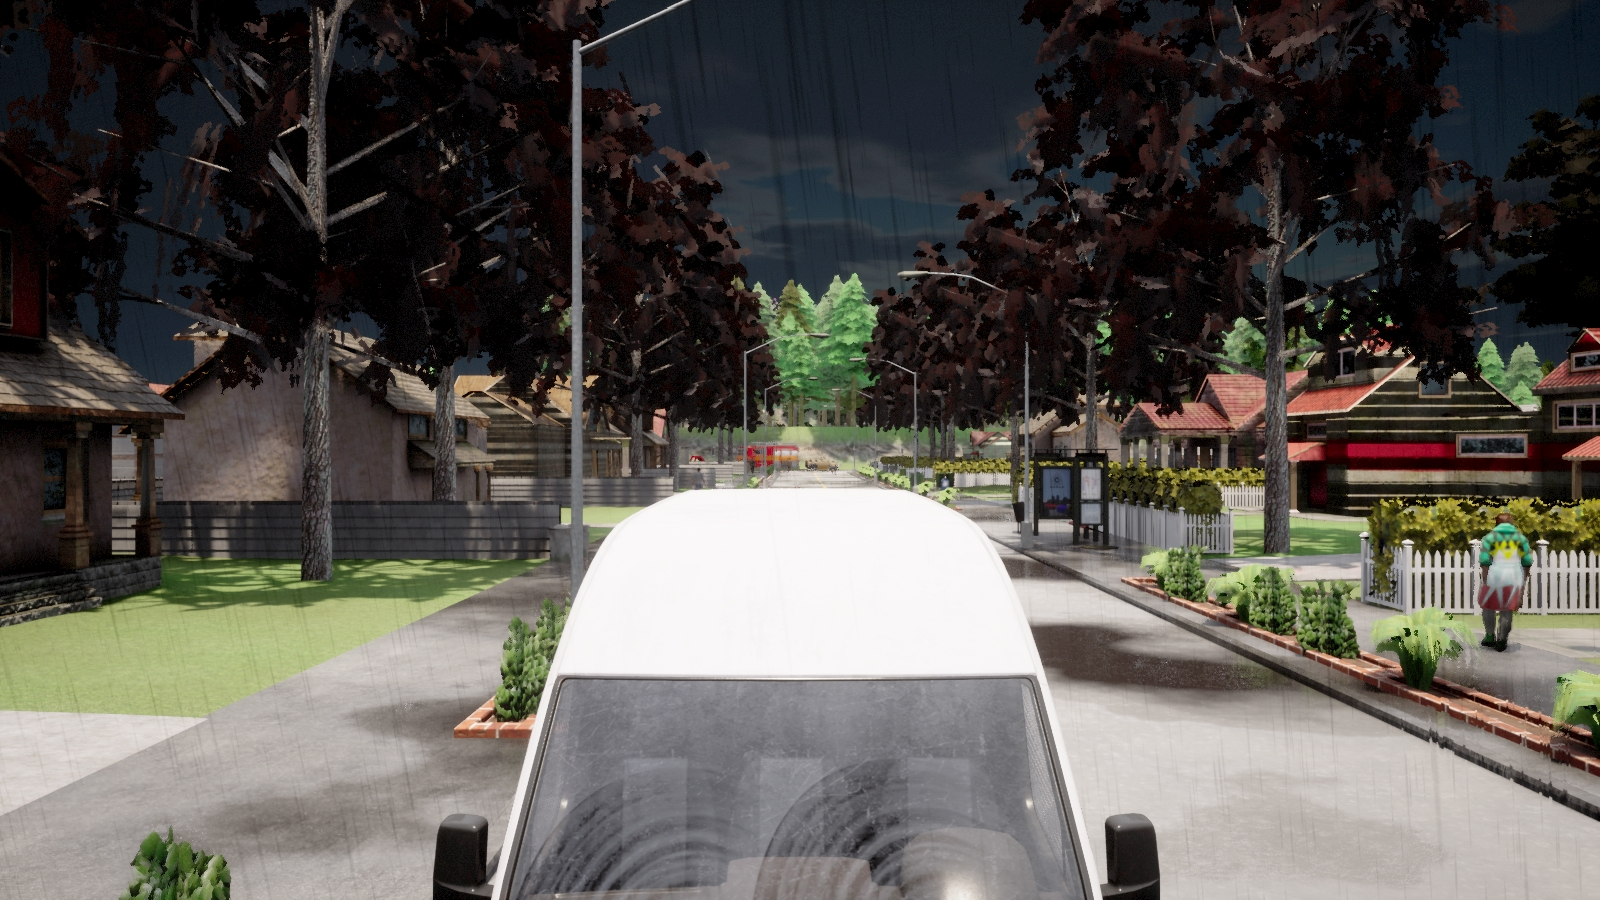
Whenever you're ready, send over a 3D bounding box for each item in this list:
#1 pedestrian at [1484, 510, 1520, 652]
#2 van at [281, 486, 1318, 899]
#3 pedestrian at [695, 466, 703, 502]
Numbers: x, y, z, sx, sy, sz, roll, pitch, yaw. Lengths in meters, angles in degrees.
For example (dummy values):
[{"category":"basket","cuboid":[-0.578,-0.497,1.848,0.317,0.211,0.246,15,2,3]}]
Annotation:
[{"category":"pedestrian","cuboid":[9.427,1.744,15.354,0.375,1.860,0.375,0,0,25]},{"category":"van","cuboid":[-0.006,1.534,5.149,1.988,2.561,5.915,0,0,0]},{"category":"pedestrian","cuboid":[-5.259,1.743,59.347,0.375,1.860,0.375,0,0,3]}]
